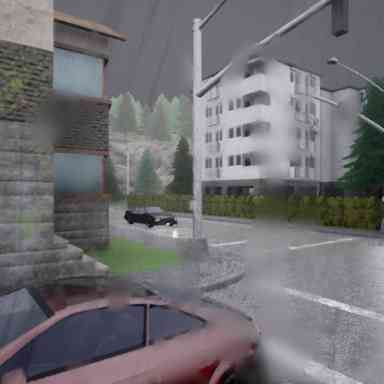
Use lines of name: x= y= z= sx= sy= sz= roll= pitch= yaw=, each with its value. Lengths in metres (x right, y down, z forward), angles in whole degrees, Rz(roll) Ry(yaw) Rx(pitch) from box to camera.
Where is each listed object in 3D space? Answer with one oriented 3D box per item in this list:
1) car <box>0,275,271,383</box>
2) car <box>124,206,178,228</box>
car: x=-1.256 y=1.564 z=2.972 sx=4.181 sy=1.385 sz=1.994 roll=0 pitch=0 yaw=-35
car: x=-3.119 y=1.720 z=24.050 sx=2.033 sy=1.411 sz=5.357 roll=0 pitch=0 yaw=-36
